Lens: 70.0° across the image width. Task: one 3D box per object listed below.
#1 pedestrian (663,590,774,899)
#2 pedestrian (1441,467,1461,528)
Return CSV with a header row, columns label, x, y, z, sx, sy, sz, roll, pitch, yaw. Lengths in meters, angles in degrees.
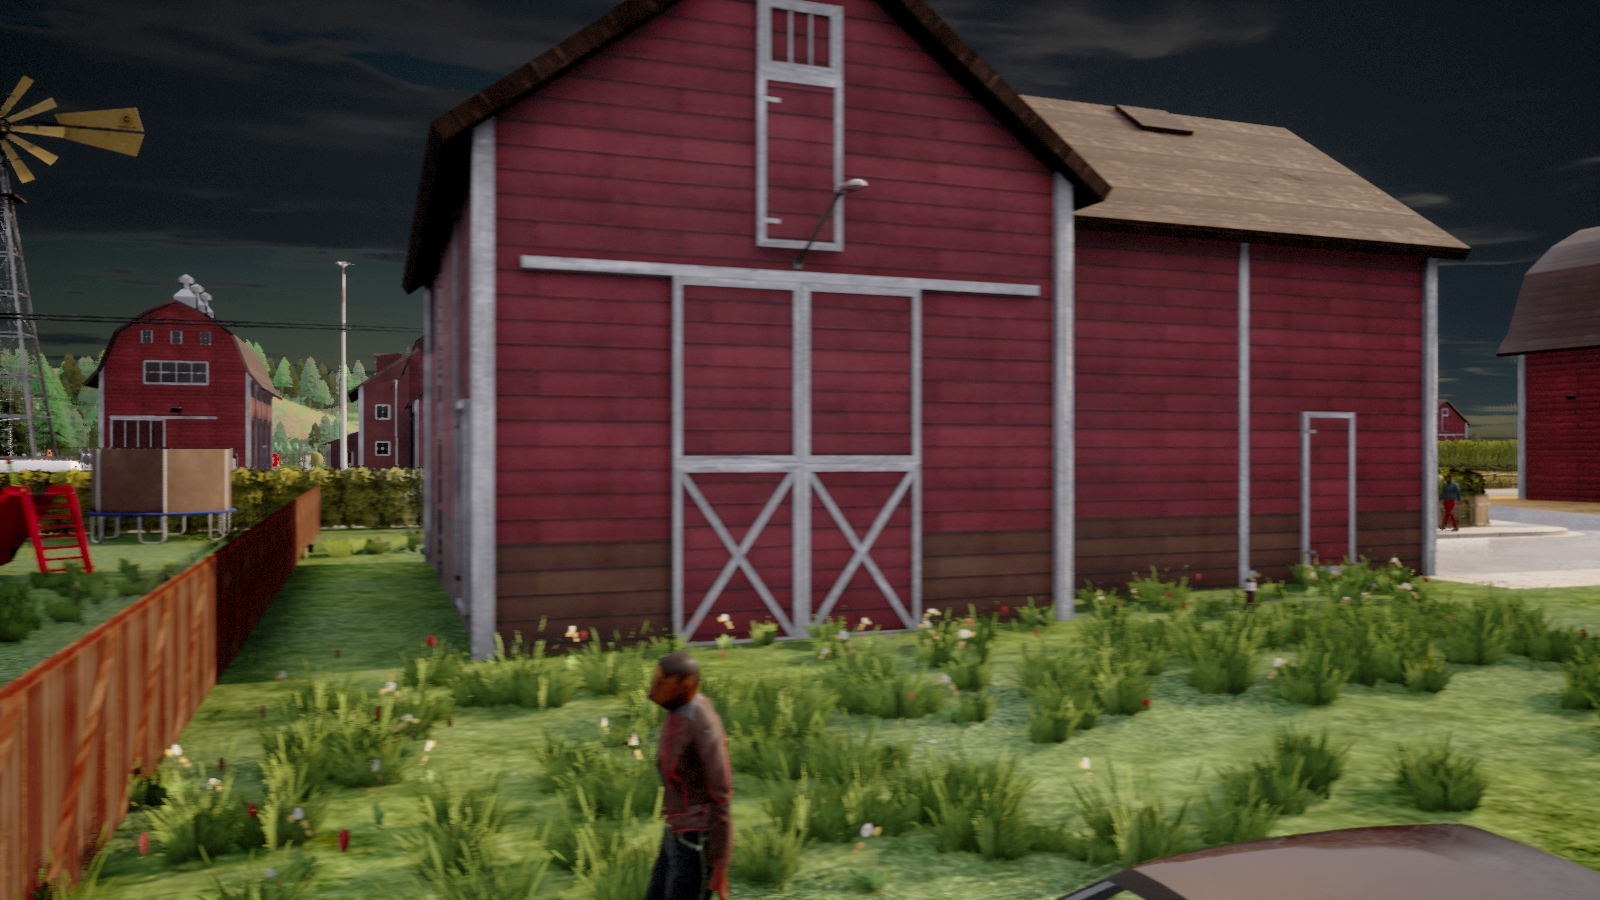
label,x,y,z,sx,sy,sz,roll,pitch,yaw
pedestrian,-0.351,1.555,4.861,0.375,1.860,0.375,0,0,-22
pedestrian,20.175,1.464,35.407,0.375,1.860,0.375,0,0,-22
